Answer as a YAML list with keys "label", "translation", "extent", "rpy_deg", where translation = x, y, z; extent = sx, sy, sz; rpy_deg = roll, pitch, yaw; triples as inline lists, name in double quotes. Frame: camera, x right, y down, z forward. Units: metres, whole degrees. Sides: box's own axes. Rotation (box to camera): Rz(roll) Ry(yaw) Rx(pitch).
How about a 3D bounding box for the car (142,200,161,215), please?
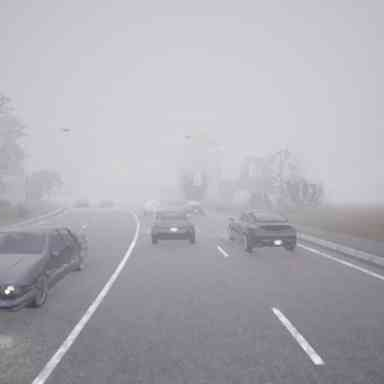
- label: "car"
  translation: [-4.002, 1.537, 33.438]
  extent: [1.812, 1.442, 4.674]
  rpy_deg: [0, 0, -13]

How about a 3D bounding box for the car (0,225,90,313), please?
- label: "car"
  translation: [-3.936, 1.558, 8.096]
  extent: [2.033, 1.411, 5.357]
  rpy_deg: [0, 0, -4]

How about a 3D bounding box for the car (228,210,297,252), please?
- label: "car"
  translation: [2.763, 1.501, 13.946]
  extent: [1.837, 1.490, 4.892]
  rpy_deg: [0, 0, -5]

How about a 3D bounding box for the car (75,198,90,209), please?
- label: "car"
  translation: [-15.486, 1.571, 47.129]
  extent: [2.033, 1.411, 5.357]
  rpy_deg: [0, 0, -19]

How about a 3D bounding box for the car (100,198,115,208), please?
- label: "car"
  translation: [-12.509, 1.548, 49.107]
  extent: [1.812, 1.442, 4.674]
  rpy_deg: [0, 0, -19]

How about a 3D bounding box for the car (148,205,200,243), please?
- label: "car"
  translation: [-0.993, 1.568, 16.148]
  extent: [1.994, 1.385, 4.181]
  rpy_deg: [0, 0, -6]

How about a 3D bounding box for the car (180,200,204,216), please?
- label: "car"
  translation: [-0.108, 1.532, 32.022]
  extent: [1.812, 1.442, 4.674]
  rpy_deg: [0, 0, -12]
